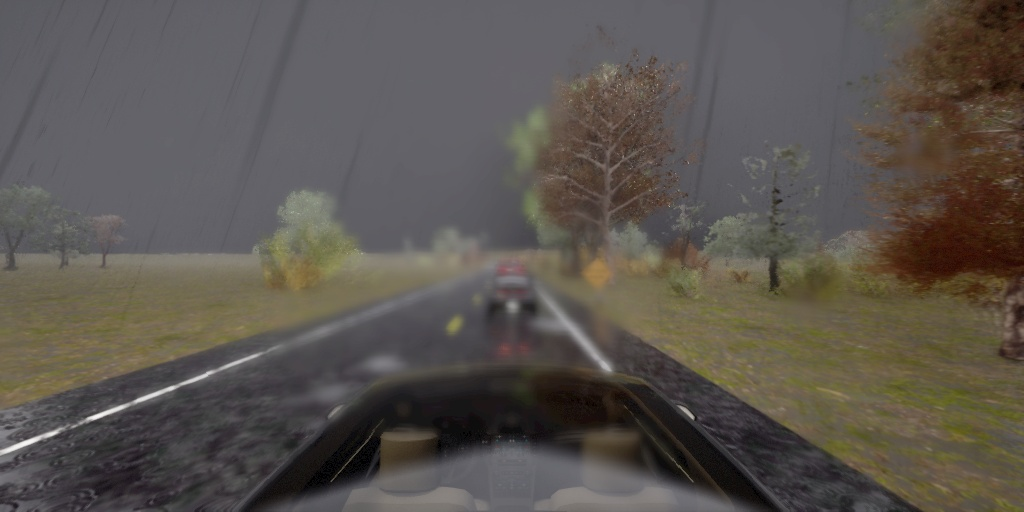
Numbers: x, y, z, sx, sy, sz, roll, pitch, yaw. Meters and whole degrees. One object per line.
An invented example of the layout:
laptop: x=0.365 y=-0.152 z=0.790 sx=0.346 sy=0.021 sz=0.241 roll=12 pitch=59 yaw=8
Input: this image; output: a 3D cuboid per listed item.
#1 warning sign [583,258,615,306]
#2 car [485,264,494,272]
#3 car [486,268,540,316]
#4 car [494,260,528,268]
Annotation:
warning sign: x=3.553 y=1.030 z=14.819 sx=1.300 sy=1.860 sz=1.060 roll=0 pitch=0 yaw=0
car: x=-3.527 y=2.037 z=60.310 sx=1.895 sy=1.301 sz=4.718 roll=0 pitch=-1 yaw=1
car: x=0.049 y=1.413 z=14.155 sx=1.837 sy=1.490 sz=4.892 roll=0 pitch=0 yaw=0
car: x=0.041 y=1.302 z=28.036 sx=2.150 sy=2.045 sz=5.566 roll=0 pitch=0 yaw=1
